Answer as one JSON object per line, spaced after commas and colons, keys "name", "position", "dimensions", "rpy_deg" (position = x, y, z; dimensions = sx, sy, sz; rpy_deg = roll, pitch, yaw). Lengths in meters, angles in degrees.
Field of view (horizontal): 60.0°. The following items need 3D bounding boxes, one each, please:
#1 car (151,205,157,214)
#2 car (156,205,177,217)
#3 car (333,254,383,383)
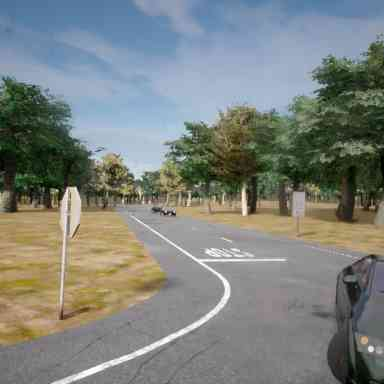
{"name": "car", "position": [-5.831, 2.962, 56.908], "dimensions": [1.882, 1.535, 5.008], "rpy_deg": [3, -2, -14]}
{"name": "car", "position": [-3.553, 2.851, 48.067], "dimensions": [1.895, 1.301, 4.718], "rpy_deg": [3, -2, -14]}
{"name": "car", "position": [3.144, 1.644, 4.681], "dimensions": [1.994, 1.385, 4.181], "rpy_deg": [1, -1, 22]}
